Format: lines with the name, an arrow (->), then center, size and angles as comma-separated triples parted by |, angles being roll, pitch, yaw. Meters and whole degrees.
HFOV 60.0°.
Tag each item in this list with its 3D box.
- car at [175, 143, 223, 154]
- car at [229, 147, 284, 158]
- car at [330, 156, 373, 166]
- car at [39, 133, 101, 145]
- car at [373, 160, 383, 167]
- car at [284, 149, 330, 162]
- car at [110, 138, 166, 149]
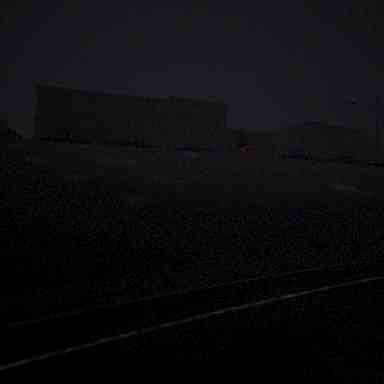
car -> 0.631, -3.669, 30.610 | 4.674, 1.452, 2.002 | 2, -2, -16
car -> 5.927, -3.506, 32.259 | 5.008, 1.535, 2.097 | 2, -2, -17
car -> 16.544, -3.059, 35.957 | 4.792, 1.488, 2.163 | 2, -2, -20
car -> -10.025, -4.080, 27.650 | 4.892, 1.521, 2.231 | 2, -1, -15
car -> 21.694, -2.841, 37.930 | 4.674, 1.452, 2.002 | 2, -2, -21
car -> 11.165, -3.428, 34.016 | 4.553, 1.767, 2.185 | 2, -2, -18
car -> -4.696, -3.905, 29.077 | 4.892, 1.521, 2.231 | 2, -2, -15
